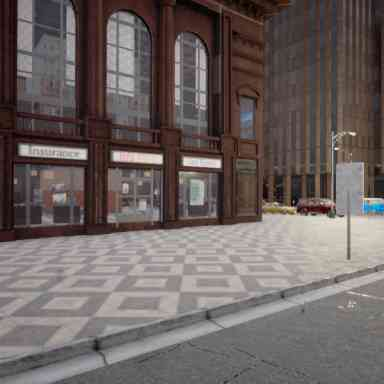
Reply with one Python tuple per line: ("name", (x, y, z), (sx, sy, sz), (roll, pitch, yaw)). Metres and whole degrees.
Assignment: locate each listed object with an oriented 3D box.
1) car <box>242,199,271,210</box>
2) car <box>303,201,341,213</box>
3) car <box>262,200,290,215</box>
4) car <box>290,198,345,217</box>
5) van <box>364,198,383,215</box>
("car", (9.886, 1.892, 51.361), (1.967, 1.590, 4.097), (-1, 0, -35))
("car", (16.372, 1.898, 42.170), (1.802, 1.307, 4.206), (-1, 0, -35))
("car", (9.508, 1.799, 37.109), (1.752, 1.417, 4.829), (0, 0, -35))
("car", (12.649, 1.522, 32.654), (2.192, 1.841, 5.009), (0, 0, -35))
("van", (19.611, 1.589, 37.576), (1.690, 1.788, 3.998), (-1, 0, -35))
